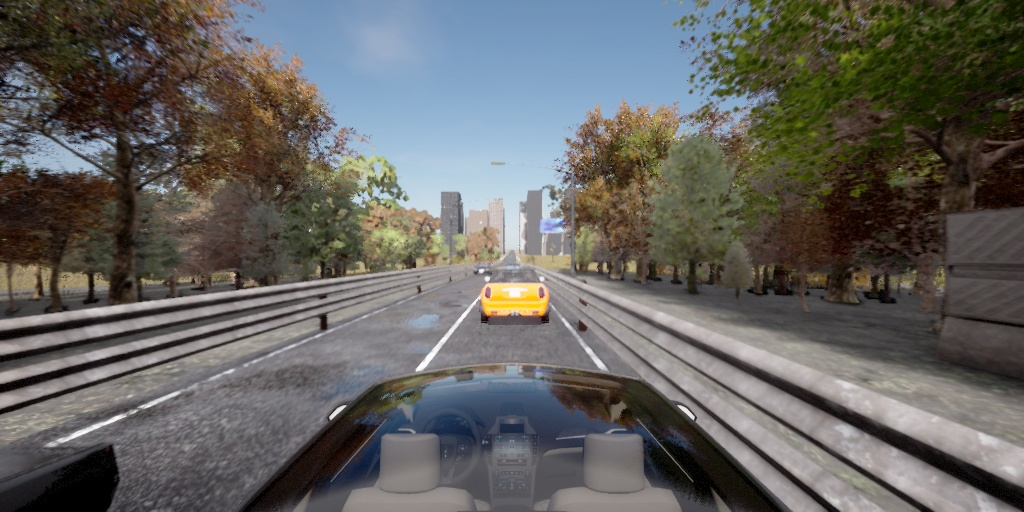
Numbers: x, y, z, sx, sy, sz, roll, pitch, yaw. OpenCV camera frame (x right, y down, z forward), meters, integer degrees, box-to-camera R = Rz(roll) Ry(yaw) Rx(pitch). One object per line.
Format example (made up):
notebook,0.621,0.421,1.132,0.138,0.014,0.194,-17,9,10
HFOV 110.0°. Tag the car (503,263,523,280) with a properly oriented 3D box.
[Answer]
car,0.099,1.453,34.344,1.837,1.490,4.892,0,-1,0

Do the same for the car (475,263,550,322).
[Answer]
car,0.087,1.122,12.461,2.097,1.767,4.553,0,0,0
